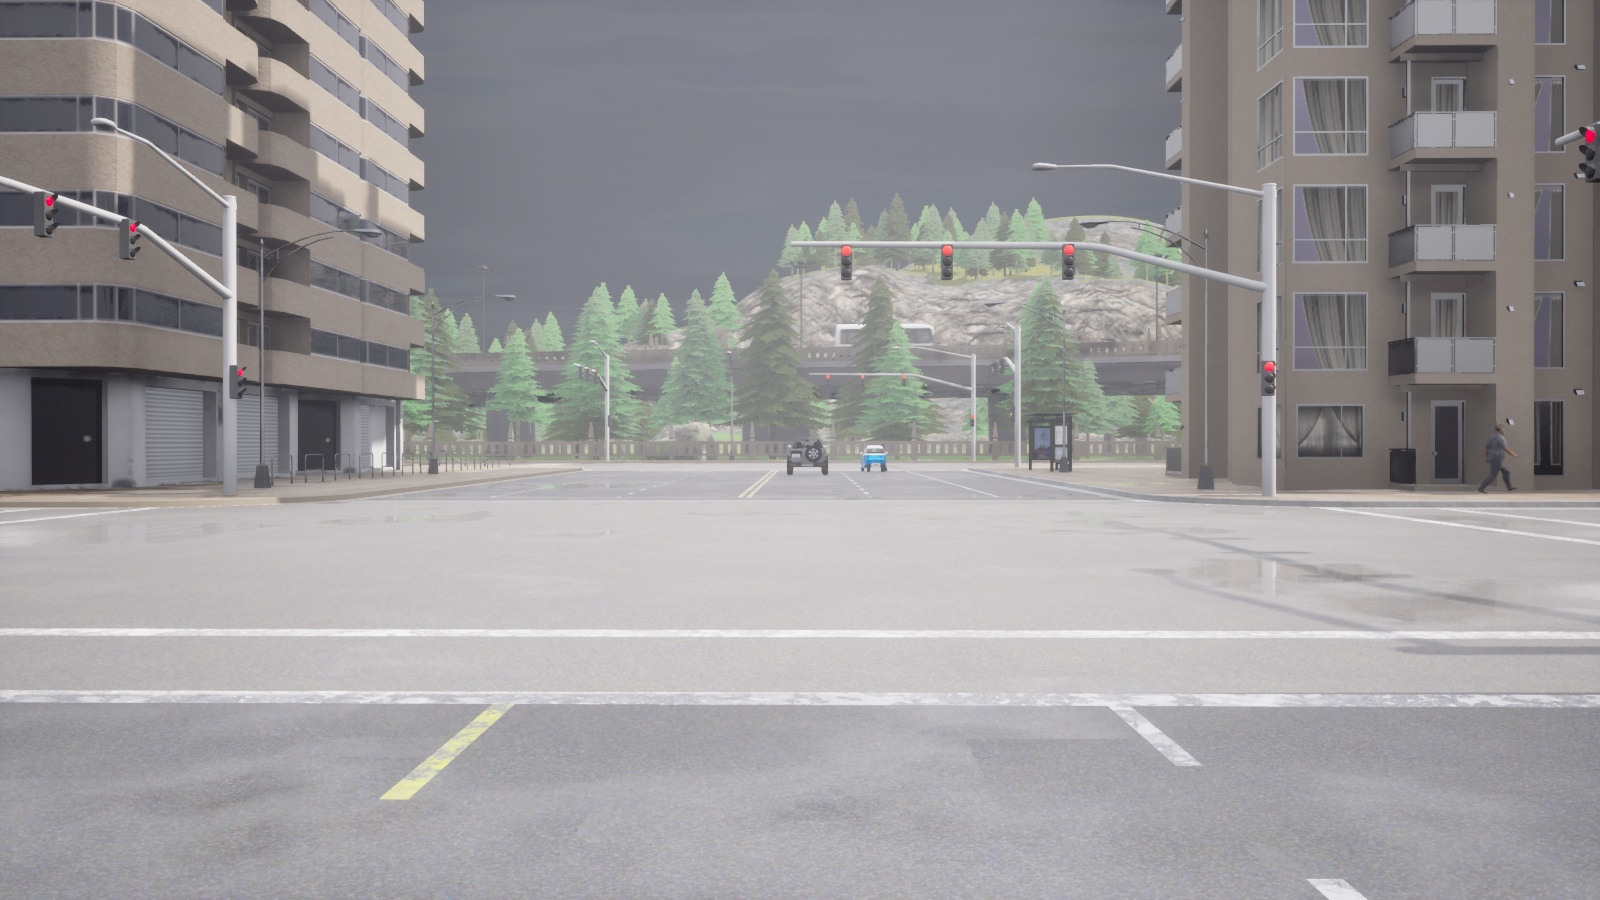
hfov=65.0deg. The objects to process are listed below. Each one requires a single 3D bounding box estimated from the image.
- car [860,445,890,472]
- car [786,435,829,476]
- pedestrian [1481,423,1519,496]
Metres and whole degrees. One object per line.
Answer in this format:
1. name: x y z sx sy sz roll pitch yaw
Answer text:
1. car: 3.885 0.436 65.278 1.481 1.376 2.207 0 1 1
2. car: 0.350 0.229 59.258 1.932 1.855 4.605 0 0 0
3. pedestrian: 18.037 0.237 32.354 0.694 1.848 0.540 0 0 7
